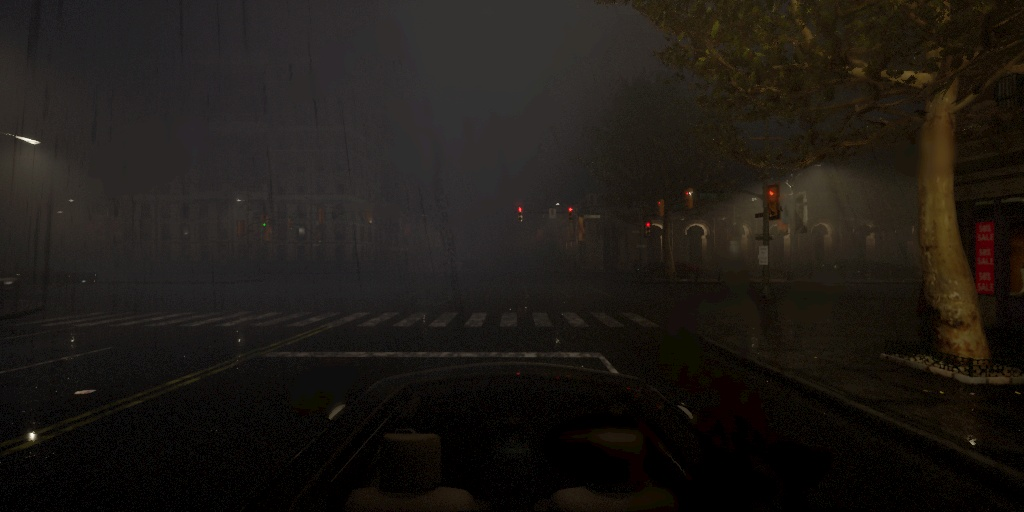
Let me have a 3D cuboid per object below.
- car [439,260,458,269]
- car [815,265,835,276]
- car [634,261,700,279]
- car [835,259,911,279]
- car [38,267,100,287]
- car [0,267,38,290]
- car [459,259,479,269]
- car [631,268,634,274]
[{"bbox_3d":[-10.376,1.314,57.312,1.994,1.385,4.181,0,0,1],"label":"car"},{"bbox_3d":[32.661,1.101,34.645,4.553,1.767,2.097,0,0,1],"label":"car"},{"bbox_3d":[13.720,1.228,31.322,5.008,1.535,1.882,0,0,1],"label":"car"},{"bbox_3d":[31.547,1.254,31.157,4.892,1.490,1.837,0,0,1],"label":"car"},{"bbox_3d":[-30.273,1.351,23.532,4.718,1.301,1.895,0,0,1],"label":"car"},{"bbox_3d":[-30.496,1.242,20.035,4.902,1.511,2.128,0,0,1],"label":"car"},{"bbox_3d":[-6.869,1.228,57.776,1.882,1.535,5.008,0,0,1],"label":"car"},{"bbox_3d":[14.028,1.276,34.808,4.674,1.442,1.812,0,0,1],"label":"car"}]
